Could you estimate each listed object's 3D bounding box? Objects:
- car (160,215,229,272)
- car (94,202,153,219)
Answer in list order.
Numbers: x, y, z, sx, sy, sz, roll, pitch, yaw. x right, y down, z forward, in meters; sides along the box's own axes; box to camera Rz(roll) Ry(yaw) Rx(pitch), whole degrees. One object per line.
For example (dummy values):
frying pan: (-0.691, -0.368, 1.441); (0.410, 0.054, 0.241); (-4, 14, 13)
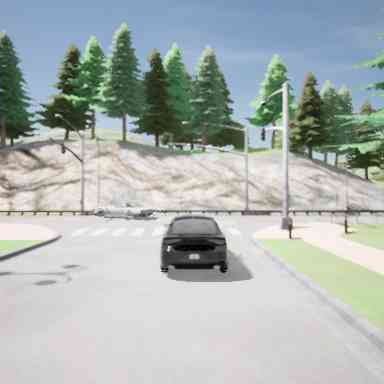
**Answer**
car: (0.057, 1.486, 10.879); (1.882, 1.535, 5.008); (0, 0, 0)
car: (-5.641, 1.477, 27.089); (4.718, 1.301, 1.895); (1, 0, 25)
